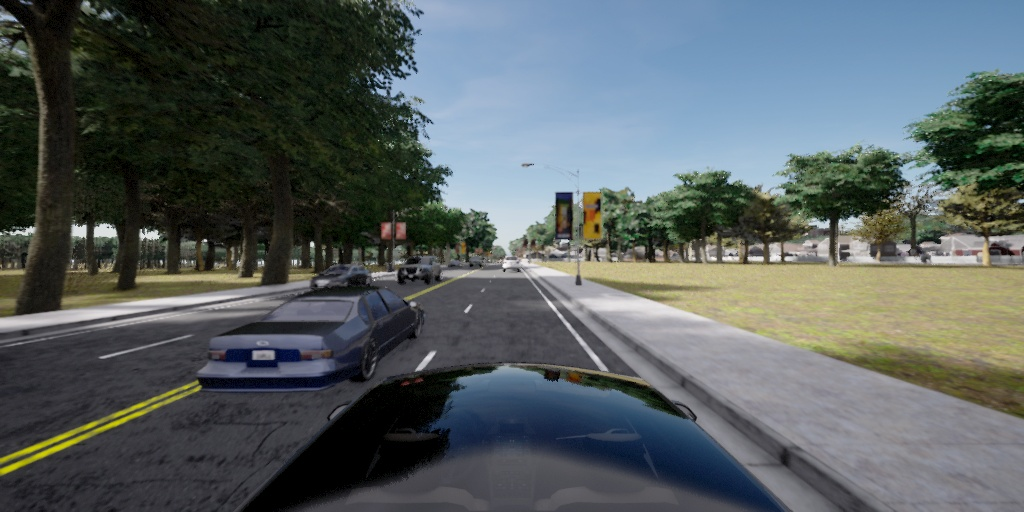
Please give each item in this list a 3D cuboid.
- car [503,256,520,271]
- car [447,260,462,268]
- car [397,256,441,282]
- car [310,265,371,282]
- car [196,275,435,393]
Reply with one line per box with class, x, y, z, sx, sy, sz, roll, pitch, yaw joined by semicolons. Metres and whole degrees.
car;-0.053;1.010;48.463;2.150;2.045;5.566;0;0;0
car;-9.984;1.416;62.643;1.994;1.385;4.181;0;0;0
car;-6.675;0.994;26.440;2.150;2.045;5.566;0;0;0
car;-9.906;1.268;21.103;2.128;1.511;4.902;0;0;0
car;-3.162;1.304;7.060;2.033;1.411;5.357;0;0;0
